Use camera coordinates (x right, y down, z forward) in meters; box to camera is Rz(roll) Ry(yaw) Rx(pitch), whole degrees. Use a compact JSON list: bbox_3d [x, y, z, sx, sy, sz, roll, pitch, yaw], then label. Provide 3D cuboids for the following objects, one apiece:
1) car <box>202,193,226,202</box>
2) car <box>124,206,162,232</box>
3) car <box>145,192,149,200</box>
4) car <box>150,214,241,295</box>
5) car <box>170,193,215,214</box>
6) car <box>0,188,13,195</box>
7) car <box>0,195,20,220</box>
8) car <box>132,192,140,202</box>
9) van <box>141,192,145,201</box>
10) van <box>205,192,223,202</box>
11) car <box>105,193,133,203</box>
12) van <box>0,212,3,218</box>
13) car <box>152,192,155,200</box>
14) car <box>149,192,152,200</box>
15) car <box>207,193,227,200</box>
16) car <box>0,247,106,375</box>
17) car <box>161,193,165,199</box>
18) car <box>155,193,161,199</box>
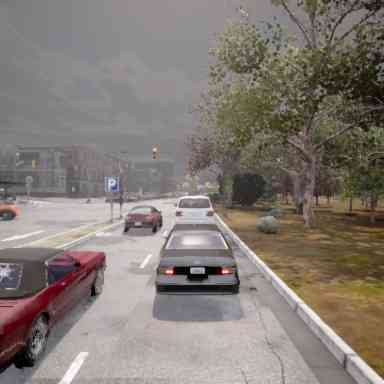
[{"bbox_3d":[4.625,1.143,70.421,4.553,1.767,2.185,1,0,-14],"label":"car"},{"bbox_3d":[-2.845,1.553,19.989,1.812,1.442,4.674,0,-1,1],"label":"car"},{"bbox_3d":[-13.058,1.323,76.802,4.892,1.521,2.231,-1,0,-14],"label":"car"},{"bbox_3d":[0.102,1.556,8.874,2.033,1.411,5.357,0,0,0],"label":"car"},{"bbox_3d":[0.141,1.246,19.123,2.150,2.045,5.566,0,0,0],"label":"car"},{"bbox_3d":[-31.198,0.138,55.704,2.002,1.452,4.674,6,-3,-19],"label":"car"},{"bbox_3d":[-16.643,1.405,27.038,4.553,1.767,2.185,-1,0,-19],"label":"car"},{"bbox_3d":[-13.840,1.316,67.838,5.366,1.575,1.946,-1,0,-15],"label":"car"},{"bbox_3d":[-13.284,1.094,73.830,4.442,1.987,1.878,-1,0,-14],"label":"van"},{"bbox_3d":[4.243,1.044,67.451,4.442,1.987,1.878,1,0,-14],"label":"van"},{"bbox_3d":[-14.483,1.359,64.846,4.792,1.488,2.163,-1,0,-15],"label":"car"},{"bbox_3d":[-16.616,1.298,24.060,4.442,1.987,1.878,-1,0,-19],"label":"van"},{"bbox_3d":[-12.317,1.360,82.799,4.674,1.452,2.002,-1,0,-13],"label":"car"},{"bbox_3d":[-12.687,1.361,79.797,4.674,1.452,2.002,-1,0,-13],"label":"car"},{"bbox_3d":[6.407,1.130,85.122,4.553,1.767,2.185,1,0,-12],"label":"car"},{"bbox_3d":[-2.900,1.605,5.672,1.895,1.301,4.718,0,0,0],"label":"car"},{"bbox_3d":[-11.057,1.066,91.788,5.566,2.045,2.435,-1,0,-12],"label":"car"},{"bbox_3d":[-11.506,1.358,88.782,4.674,1.452,2.002,-1,0,-12],"label":"car"}]
